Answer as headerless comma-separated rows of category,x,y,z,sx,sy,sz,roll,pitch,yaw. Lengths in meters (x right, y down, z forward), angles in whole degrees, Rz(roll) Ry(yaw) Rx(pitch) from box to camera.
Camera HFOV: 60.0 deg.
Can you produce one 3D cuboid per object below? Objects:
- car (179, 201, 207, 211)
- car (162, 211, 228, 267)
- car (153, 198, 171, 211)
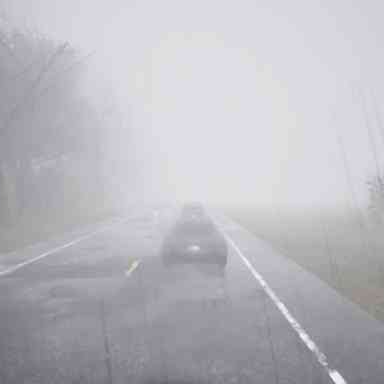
car,0.082,1.482,26.489,1.837,1.490,4.892,0,0,0
car,0.083,1.555,11.383,1.994,1.385,4.181,0,0,0
car,-3.596,1.486,40.871,1.812,1.442,4.674,0,0,0
